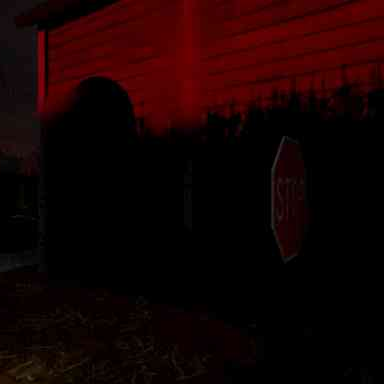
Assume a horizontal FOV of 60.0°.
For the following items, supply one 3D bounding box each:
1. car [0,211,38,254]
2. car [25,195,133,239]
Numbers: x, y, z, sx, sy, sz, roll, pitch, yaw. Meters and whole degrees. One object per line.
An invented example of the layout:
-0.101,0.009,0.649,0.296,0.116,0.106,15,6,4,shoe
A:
-6.410,1.490,11.775,2.128,1.511,4.902,0,0,34,car
-6.089,1.215,18.742,2.150,2.045,5.566,0,0,34,car
